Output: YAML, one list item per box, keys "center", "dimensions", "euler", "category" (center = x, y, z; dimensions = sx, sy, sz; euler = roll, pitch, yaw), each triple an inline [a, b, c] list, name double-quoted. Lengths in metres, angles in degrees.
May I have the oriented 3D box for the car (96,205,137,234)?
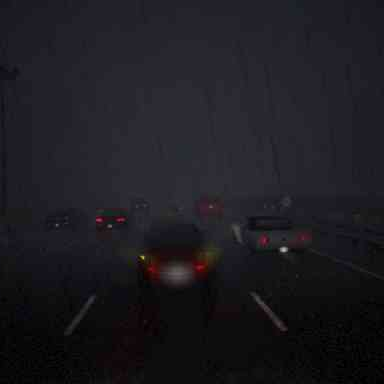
- center: [-4.830, 1.772, 21.122]
  dimensions: [1.812, 1.442, 4.674]
  euler: [-1, -1, -4]
  category: "car"

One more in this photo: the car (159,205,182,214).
- center: [-1.830, 1.815, 28.269]
  dimensions: [1.994, 1.385, 4.181]
  euler: [-1, -1, -4]
  category: "car"

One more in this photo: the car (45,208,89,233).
- center: [-8.457, 1.848, 22.826]
  dimensions: [2.128, 1.511, 4.902]
  euler: [-1, -1, -4]
  category: "car"

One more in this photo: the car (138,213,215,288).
- center: [-0.474, 1.561, 9.325]
  dimensions: [1.812, 1.442, 4.674]
  euler: [-1, 0, -4]
  category: "car"

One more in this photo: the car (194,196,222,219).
- center: [1.446, 1.426, 31.432]
  dimensions: [2.150, 2.045, 5.566]
  euler: [-1, -1, -5]
  category: "car"

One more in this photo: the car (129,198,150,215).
- center: [-6.102, 1.701, 38.849]
  dimensions: [2.150, 2.045, 5.566]
  euler: [-1, 0, -4]
  category: "car"

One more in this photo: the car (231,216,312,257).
- center: [2.781, 1.579, 12.877]
  dimensions: [1.895, 1.301, 4.718]
  euler: [-1, 0, -4]
  category: "car"
